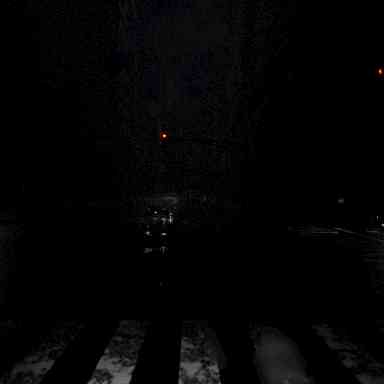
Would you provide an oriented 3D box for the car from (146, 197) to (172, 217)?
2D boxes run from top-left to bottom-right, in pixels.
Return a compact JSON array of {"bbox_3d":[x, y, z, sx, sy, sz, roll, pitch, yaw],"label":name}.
[{"bbox_3d":[-3.221,1.518,31.650,1.812,1.442,4.674,0,0,-1],"label":"car"}]

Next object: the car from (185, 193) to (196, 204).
[{"bbox_3d":[-0.121,1.480,62.628,2.128,1.511,4.902,0,0,0],"label":"car"}]

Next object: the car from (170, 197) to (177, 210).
[{"bbox_3d":[-3.261,1.592,41.610,1.895,1.301,4.718,0,0,0],"label":"car"}]

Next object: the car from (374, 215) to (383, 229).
[{"bbox_3d":[13.487,1.653,19.654,4.718,1.301,1.895,0,1,0],"label":"car"}]

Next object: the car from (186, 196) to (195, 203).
[{"bbox_3d":[-0.242,1.584,73.075,1.895,1.301,4.718,0,0,0],"label":"car"}]

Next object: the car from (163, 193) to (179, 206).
[{"bbox_3d":[-3.286,1.211,52.200,2.150,2.045,5.566,0,0,0],"label":"car"}]
